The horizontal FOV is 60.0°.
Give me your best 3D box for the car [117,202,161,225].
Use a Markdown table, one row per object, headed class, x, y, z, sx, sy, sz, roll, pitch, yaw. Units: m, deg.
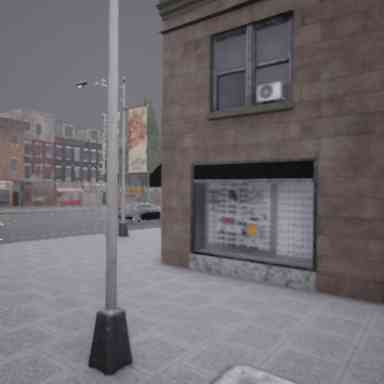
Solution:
| class | x | y | z | sx | sy | sz | roll | pitch | yaw |
| --- | --- | --- | --- | --- | --- | --- | --- | --- | --- |
| car | -3.692 | 1.480 | 24.251 | 2.128 | 1.511 | 4.902 | 1 | 0 | 36 |
